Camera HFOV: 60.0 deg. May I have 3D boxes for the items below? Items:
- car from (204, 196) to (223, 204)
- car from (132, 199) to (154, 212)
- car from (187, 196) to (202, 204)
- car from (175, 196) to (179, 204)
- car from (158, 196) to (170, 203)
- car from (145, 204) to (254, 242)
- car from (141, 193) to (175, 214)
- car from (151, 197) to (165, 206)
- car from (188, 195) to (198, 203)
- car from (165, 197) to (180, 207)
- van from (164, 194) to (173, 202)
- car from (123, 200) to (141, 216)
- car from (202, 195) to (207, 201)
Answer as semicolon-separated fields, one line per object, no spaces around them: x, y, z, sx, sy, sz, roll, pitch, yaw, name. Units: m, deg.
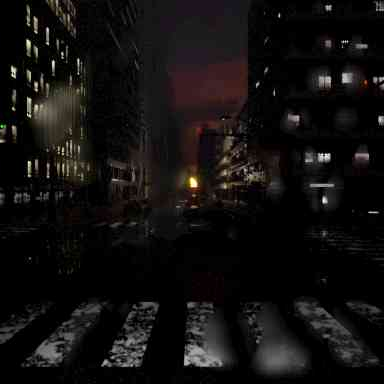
2.749;1.540;38.623;2.008;1.369;4.403;-1;0;0;car
-5.631;1.555;38.639;1.947;1.339;4.313;-1;0;0;car
0.198;1.464;52.221;1.882;1.535;5.008;0;0;0;car
-3.016;1.210;41.594;2.150;2.045;5.566;0;0;0;car
-5.576;1.528;66.911;1.887;1.381;4.507;-1;0;0;car
0.454;1.497;15.799;4.892;1.490;1.837;0;0;1;car
-3.045;1.212;31.115;2.150;2.045;5.566;0;0;0;car
-5.598;1.530;55.602;1.887;1.381;4.507;-1;0;0;car
0.193;1.488;70.928;2.128;1.511;4.902;0;0;0;car
-2.990;1.534;52.138;2.033;1.411;5.357;0;0;0;car
-5.558;1.322;78.221;1.690;1.788;3.998;-1;0;0;van
-5.642;1.516;32.814;1.752;1.417;4.829;-1;0;0;car
2.813;1.422;72.551;1.967;1.590;4.097;-1;0;0;car
